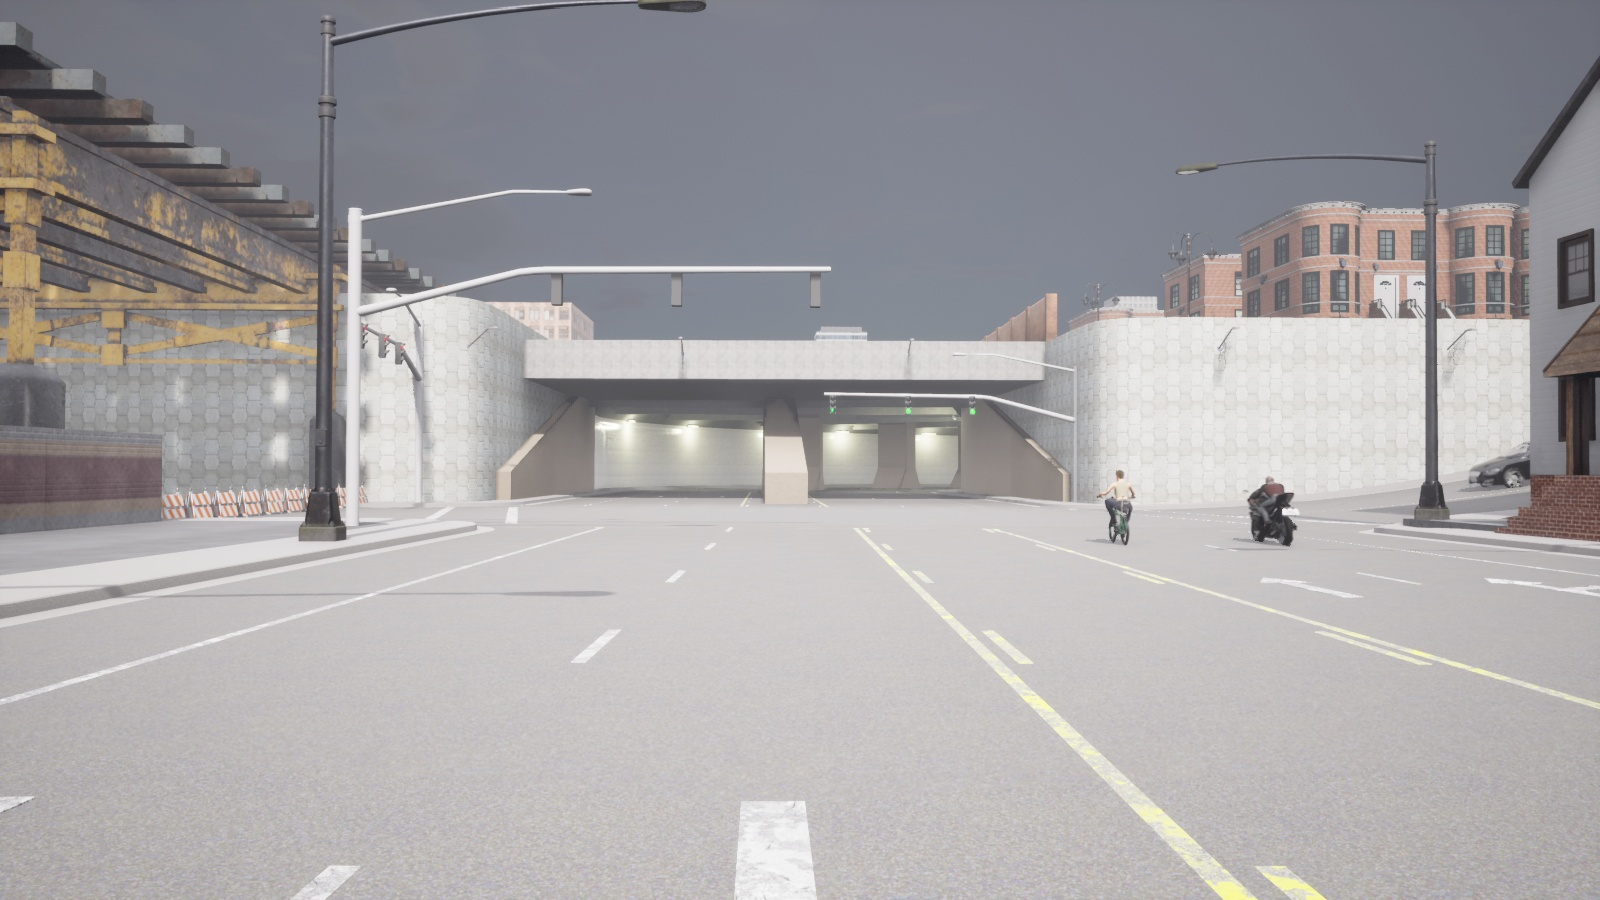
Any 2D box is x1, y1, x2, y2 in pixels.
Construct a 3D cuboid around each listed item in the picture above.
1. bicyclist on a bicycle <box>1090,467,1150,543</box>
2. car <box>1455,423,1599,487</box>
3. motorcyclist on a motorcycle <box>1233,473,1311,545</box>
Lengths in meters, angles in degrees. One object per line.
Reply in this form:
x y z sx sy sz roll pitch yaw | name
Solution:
6.929 1.181 27.279 0.866 1.612 1.509 0 -2 -1 | bicyclist on a bicycle
27.324 0.179 46.470 4.902 1.511 2.128 -10 -1 -1 | car
10.419 1.274 27.805 0.866 1.530 2.191 0 -1 0 | motorcyclist on a motorcycle
